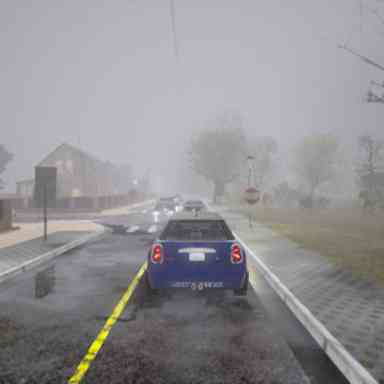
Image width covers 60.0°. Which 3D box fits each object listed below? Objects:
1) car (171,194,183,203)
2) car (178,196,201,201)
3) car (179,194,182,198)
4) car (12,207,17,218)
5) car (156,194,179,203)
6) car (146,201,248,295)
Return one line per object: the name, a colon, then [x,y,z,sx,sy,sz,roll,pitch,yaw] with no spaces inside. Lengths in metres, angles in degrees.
car: [-2.683,1.074,60.053,1.837,1.490,4.892,0,0,1]
car: [0.134,1.328,26.986,2.033,1.411,5.357,0,0,0]
car: [-2.759,1.172,46.551,1.812,1.442,4.674,0,0,0]
car: [-14.934,1.294,23.365,4.902,1.511,2.128,0,-1,2]
car: [-2.842,1.240,36.298,1.812,1.442,4.674,0,0,2]
car: [0.104,1.275,8.641,2.097,1.767,4.553,0,0,0]
